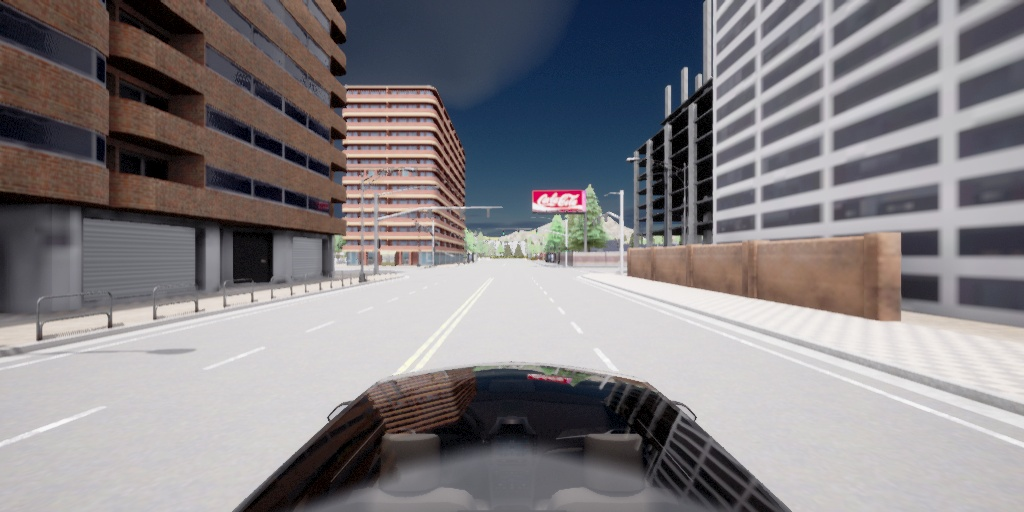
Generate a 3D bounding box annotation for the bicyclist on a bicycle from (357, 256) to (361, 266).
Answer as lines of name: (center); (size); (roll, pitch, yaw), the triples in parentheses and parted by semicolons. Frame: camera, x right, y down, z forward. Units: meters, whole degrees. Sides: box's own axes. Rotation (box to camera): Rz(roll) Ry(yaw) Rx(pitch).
bicyclist on a bicycle: (-25.297, 0.751, 59.490); (0.582, 1.620, 1.656); (0, 0, 0)
